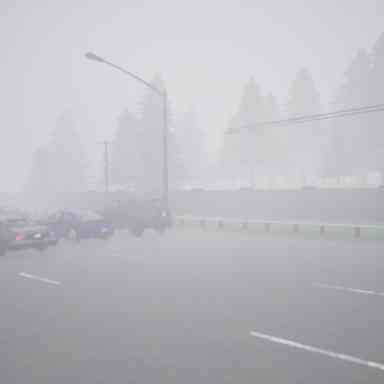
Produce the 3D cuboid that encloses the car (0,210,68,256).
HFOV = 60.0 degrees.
[{"bbox_3d":[-7.715,1.684,13.691,5.357,1.411,2.033,-1,0,36],"label":"car"}]

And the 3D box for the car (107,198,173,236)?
[{"bbox_3d":[-3.675,1.354,19.408,5.566,2.045,2.150,0,0,36],"label":"car"}]

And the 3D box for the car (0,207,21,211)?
[{"bbox_3d":[-15.941,1.885,28.177,4.718,1.301,1.895,-1,0,36],"label":"car"}]

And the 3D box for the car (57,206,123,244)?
[{"bbox_3d":[-6.069,1.619,16.822,5.008,1.535,1.882,0,0,36],"label":"car"}]
